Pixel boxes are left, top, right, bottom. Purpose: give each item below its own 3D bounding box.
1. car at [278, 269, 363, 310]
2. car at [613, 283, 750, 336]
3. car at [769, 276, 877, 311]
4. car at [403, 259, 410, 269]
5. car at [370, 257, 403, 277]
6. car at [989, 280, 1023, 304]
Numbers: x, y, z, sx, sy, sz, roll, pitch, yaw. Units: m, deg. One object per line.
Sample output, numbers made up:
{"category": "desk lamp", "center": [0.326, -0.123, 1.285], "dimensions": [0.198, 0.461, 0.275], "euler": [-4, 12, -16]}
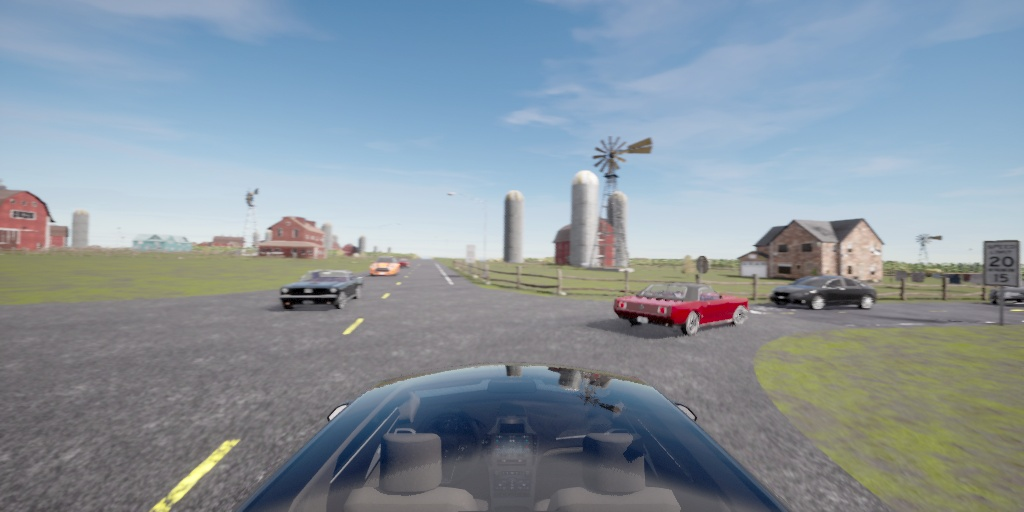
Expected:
{"category": "car", "center": [-7.121, 1.199, 13.836], "dimensions": [1.895, 1.301, 4.718], "euler": [1, 0, -13]}
{"category": "car", "center": [5.298, 1.484, 10.881], "dimensions": [4.718, 1.301, 1.895], "euler": [2, -1, -36]}
{"category": "car", "center": [14.667, 1.704, 16.947], "dimensions": [4.892, 1.490, 1.837], "euler": [2, -1, -13]}
{"category": "car", "center": [-15.603, 1.071, 50.902], "dimensions": [1.895, 1.301, 4.718], "euler": [1, 0, -13]}
{"category": "car", "center": [-11.319, 0.874, 32.148], "dimensions": [2.097, 1.767, 4.553], "euler": [1, 0, -13]}
{"category": "car", "center": [29.955, 2.110, 20.511], "dimensions": [4.902, 1.511, 2.128], "euler": [2, -1, -13]}
